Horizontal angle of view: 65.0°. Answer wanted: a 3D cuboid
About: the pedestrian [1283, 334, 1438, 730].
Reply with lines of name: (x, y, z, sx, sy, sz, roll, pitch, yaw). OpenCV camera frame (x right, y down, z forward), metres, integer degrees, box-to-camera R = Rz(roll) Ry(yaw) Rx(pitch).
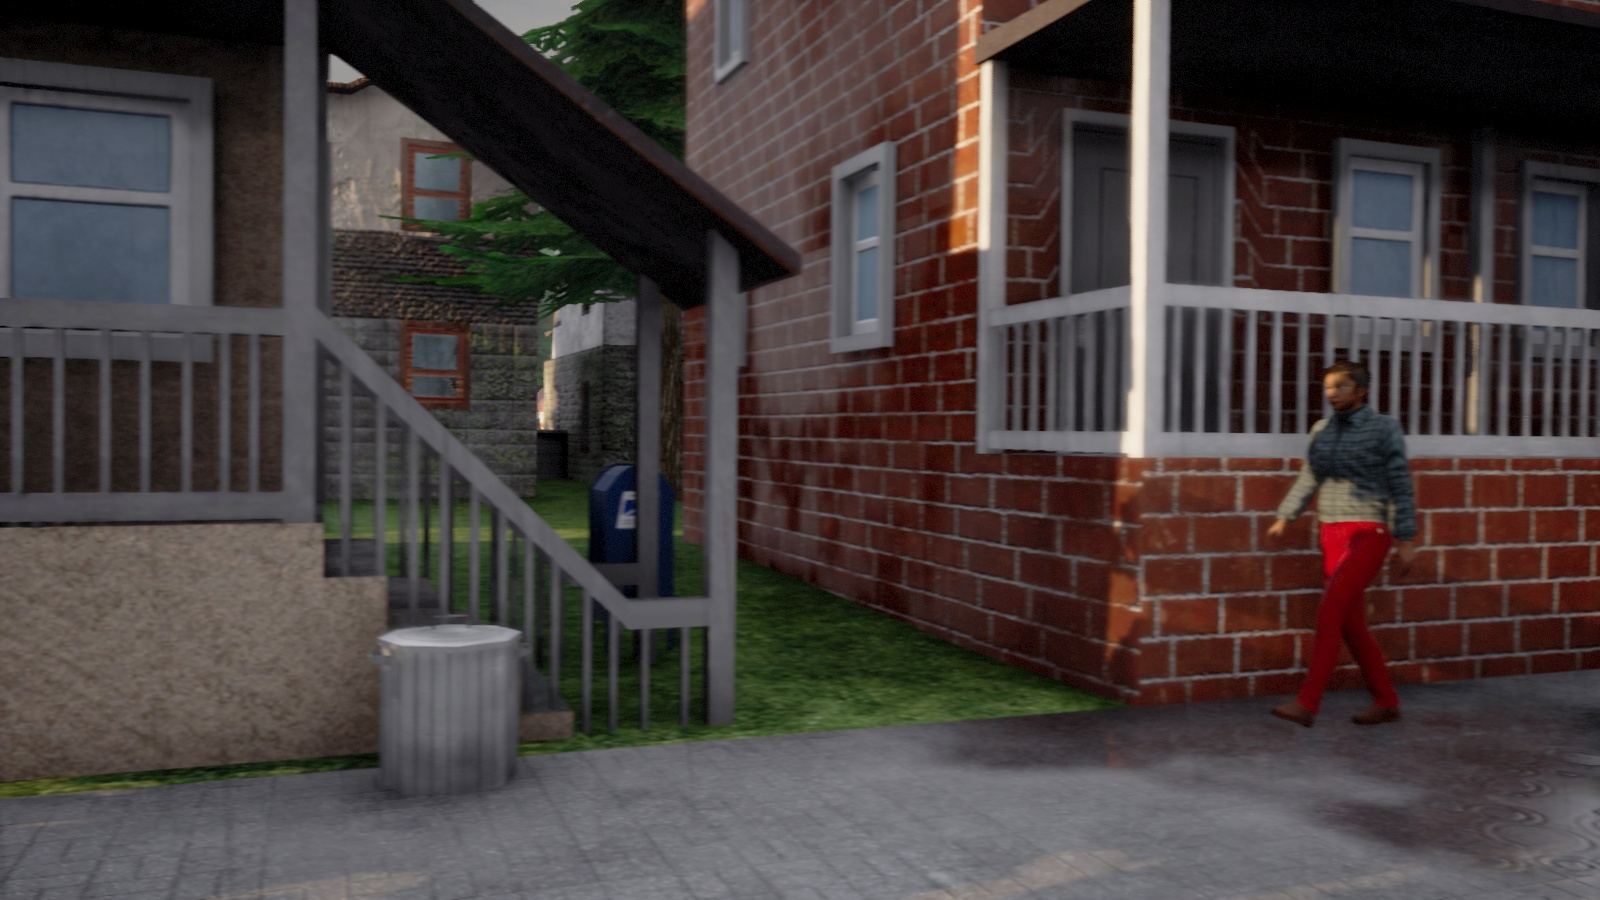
pedestrian: (2.732, 0.378, 6.126, 0.614, 1.847, 0.353, -1, 1, -20)
